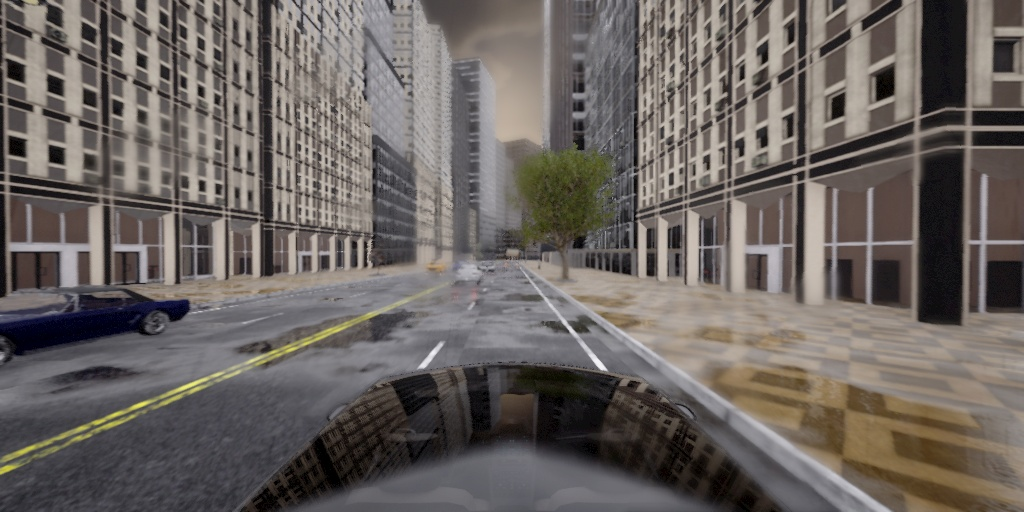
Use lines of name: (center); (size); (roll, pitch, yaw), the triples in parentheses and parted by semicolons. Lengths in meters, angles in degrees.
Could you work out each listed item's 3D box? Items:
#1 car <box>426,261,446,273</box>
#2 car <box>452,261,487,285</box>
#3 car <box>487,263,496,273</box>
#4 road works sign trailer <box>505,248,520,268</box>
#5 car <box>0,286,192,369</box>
car: (-9.835, 1.402, 46.738); (1.882, 1.535, 5.008); (0, 0, 0)
car: (-3.153, 1.374, 27.179); (1.812, 1.442, 4.674); (0, 0, 0)
car: (-3.155, 1.531, 47.926); (1.895, 1.301, 4.718); (0, 0, 0)
road works sign trailer: (0.001, 0.377, 64.881); (2.380, 3.560, 2.880); (0, 0, 1)
car: (-9.844, 1.373, 7.687); (1.895, 1.301, 4.718); (0, 0, 0)
